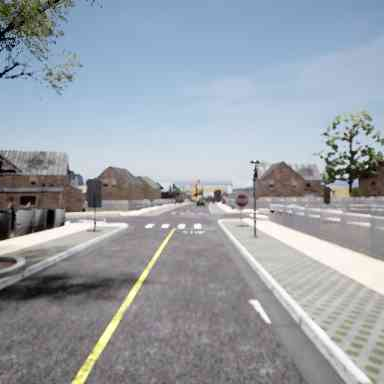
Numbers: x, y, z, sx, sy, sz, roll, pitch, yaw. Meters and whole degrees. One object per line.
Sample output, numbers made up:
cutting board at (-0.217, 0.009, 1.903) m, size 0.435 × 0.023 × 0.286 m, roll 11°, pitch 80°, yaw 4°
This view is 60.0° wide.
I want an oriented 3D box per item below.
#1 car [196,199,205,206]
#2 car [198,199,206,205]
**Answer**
car at (2.153, 2.488, 80.246) m, size 2.097 × 1.767 × 4.553 m, roll 0°, pitch -1°, yaw 3°
car at (2.714, 2.724, 90.265) m, size 2.033 × 1.411 × 5.357 m, roll 0°, pitch -1°, yaw 4°
